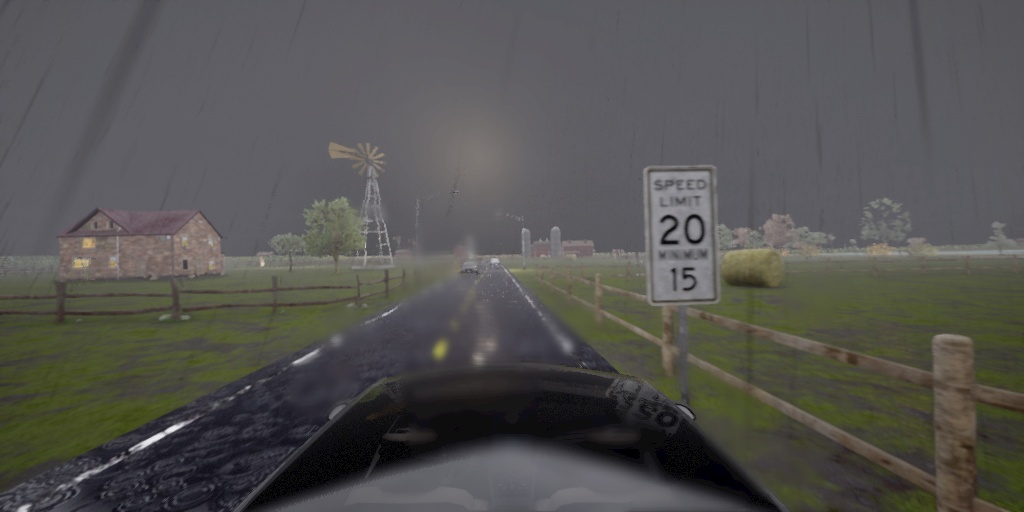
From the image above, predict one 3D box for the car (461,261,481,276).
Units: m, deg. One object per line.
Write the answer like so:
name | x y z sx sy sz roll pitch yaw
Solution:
car | -4.534 1.333 39.779 1.837 1.490 4.892 -2 0 -3
